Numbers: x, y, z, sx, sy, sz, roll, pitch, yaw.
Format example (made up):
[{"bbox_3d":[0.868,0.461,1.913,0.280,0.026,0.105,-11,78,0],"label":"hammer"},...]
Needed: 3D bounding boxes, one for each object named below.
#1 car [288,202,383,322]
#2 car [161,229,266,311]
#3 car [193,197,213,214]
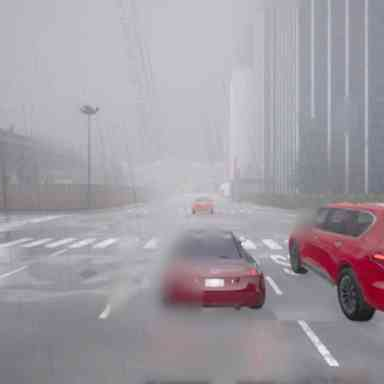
[{"bbox_3d":[3.819,1.216,7.347,2.150,2.045,5.566,0,0,1],"label":"car"},{"bbox_3d":[0.377,1.558,7.832,1.994,1.385,4.181,0,0,-1],"label":"car"},{"bbox_3d":[1.201,1.336,36.073,2.097,1.767,4.553,0,0,2],"label":"car"}]
